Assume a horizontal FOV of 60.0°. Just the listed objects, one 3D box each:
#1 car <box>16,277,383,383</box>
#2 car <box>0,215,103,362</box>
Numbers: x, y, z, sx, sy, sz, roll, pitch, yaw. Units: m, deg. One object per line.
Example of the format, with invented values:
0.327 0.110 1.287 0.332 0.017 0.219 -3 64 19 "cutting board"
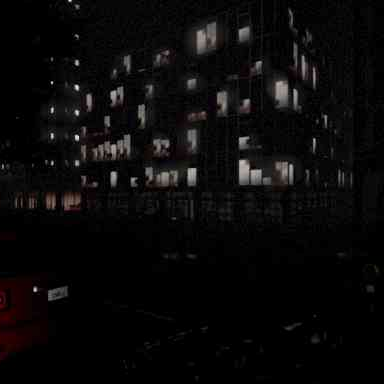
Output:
0.925 1.566 2.218 4.313 1.339 1.947 0 0 36 "car"
-3.569 1.314 5.428 5.009 1.841 2.192 0 0 36 "car"
